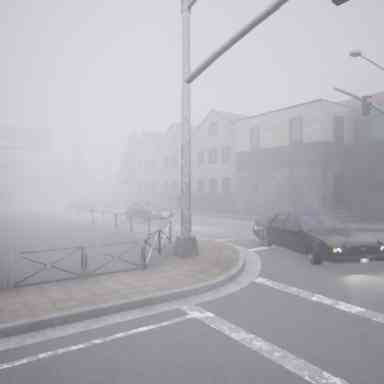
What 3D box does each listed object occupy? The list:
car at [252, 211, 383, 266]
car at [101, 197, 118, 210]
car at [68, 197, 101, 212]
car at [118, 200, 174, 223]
[{"bbox_3d":[3.922,1.393,11.403,2.033,1.411,5.357,0,1,-15],"label":"car"},{"bbox_3d":[-10.516,1.328,40.428,1.837,1.490,4.892,0,0,-35],"label":"car"},{"bbox_3d":[-11.938,1.425,36.086,1.895,1.301,4.718,0,0,-35],"label":"car"},{"bbox_3d":[-3.103,1.316,23.580,2.128,1.511,4.902,0,0,-35],"label":"car"}]
